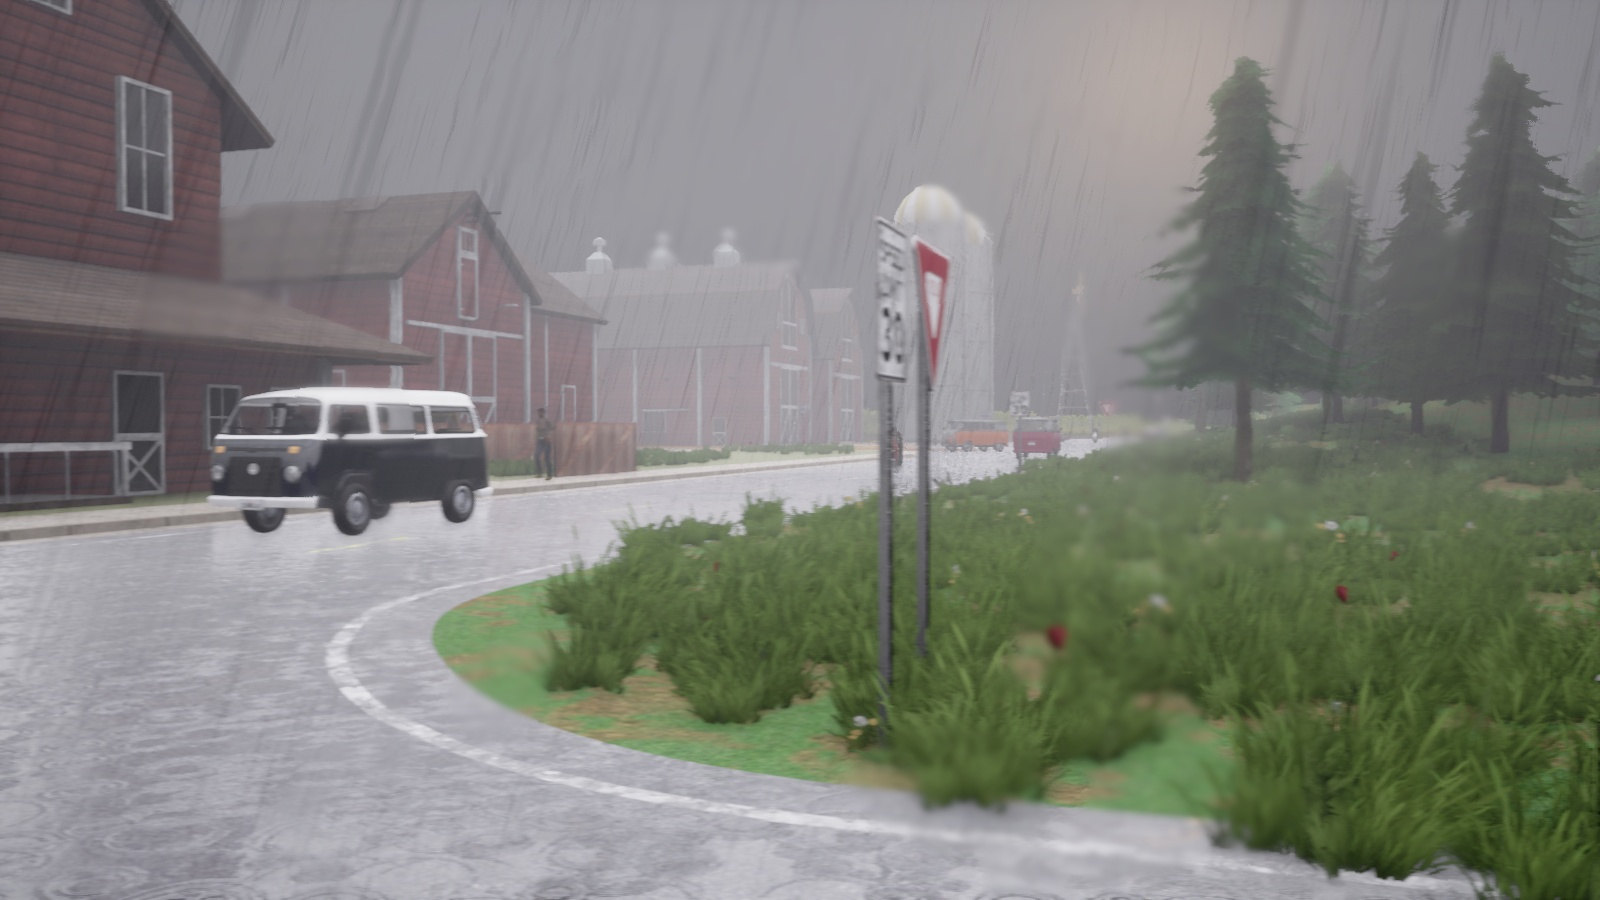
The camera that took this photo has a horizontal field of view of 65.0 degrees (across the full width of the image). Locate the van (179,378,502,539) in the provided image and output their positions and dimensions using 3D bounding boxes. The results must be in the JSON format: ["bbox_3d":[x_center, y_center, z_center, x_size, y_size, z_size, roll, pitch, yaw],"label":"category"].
[{"bbox_3d":[-6.482,0.071,18.350,2.069,2.038,4.480,1,1,19],"label":"van"}]

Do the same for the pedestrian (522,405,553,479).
[{"bbox_3d":[-6.517,-0.210,31.178,0.328,1.805,0.869,1,1,20],"label":"pedestrian"}]

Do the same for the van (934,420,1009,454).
[{"bbox_3d":[10.632,-0.808,77.599,4.442,1.987,1.775,0,1,-32],"label":"van"}]

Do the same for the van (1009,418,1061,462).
[{"bbox_3d":[11.190,-0.490,59.626,1.775,1.987,4.442,1,1,19],"label":"van"}]

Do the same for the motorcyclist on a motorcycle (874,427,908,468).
[{"bbox_3d":[3.467,-0.105,47.739,0.797,1.523,2.044,1,1,19],"label":"motorcyclist on a motorcycle"}]
